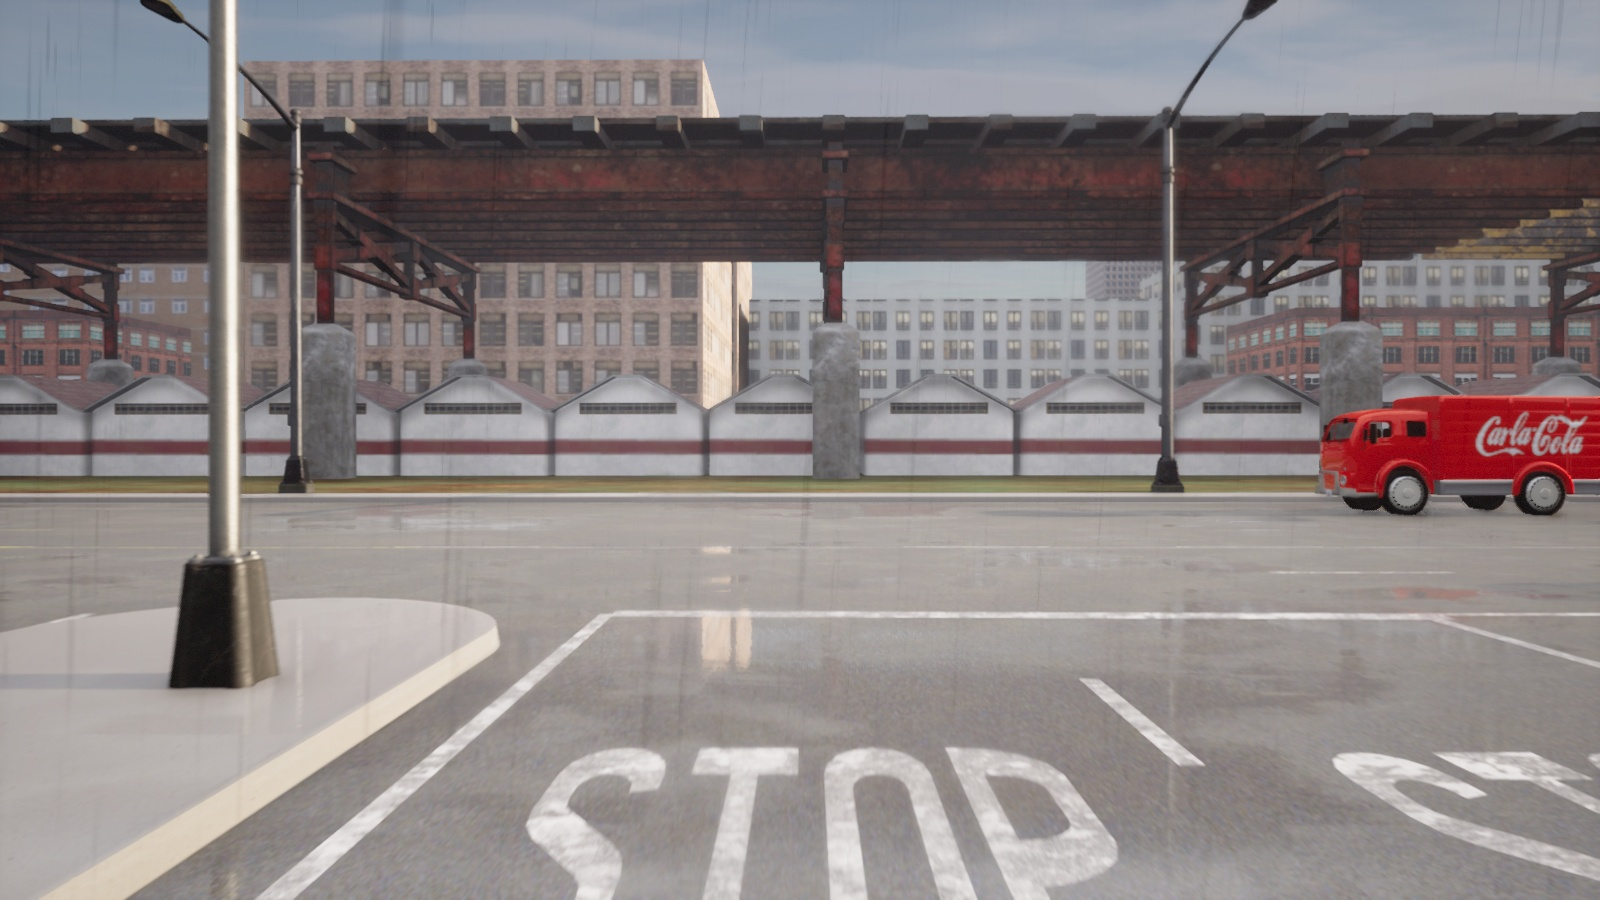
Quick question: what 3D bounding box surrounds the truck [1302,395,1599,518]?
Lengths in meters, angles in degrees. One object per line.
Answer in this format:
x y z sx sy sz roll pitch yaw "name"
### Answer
13.689 0.122 26.415 5.204 2.467 2.627 0 0 1 "truck"
